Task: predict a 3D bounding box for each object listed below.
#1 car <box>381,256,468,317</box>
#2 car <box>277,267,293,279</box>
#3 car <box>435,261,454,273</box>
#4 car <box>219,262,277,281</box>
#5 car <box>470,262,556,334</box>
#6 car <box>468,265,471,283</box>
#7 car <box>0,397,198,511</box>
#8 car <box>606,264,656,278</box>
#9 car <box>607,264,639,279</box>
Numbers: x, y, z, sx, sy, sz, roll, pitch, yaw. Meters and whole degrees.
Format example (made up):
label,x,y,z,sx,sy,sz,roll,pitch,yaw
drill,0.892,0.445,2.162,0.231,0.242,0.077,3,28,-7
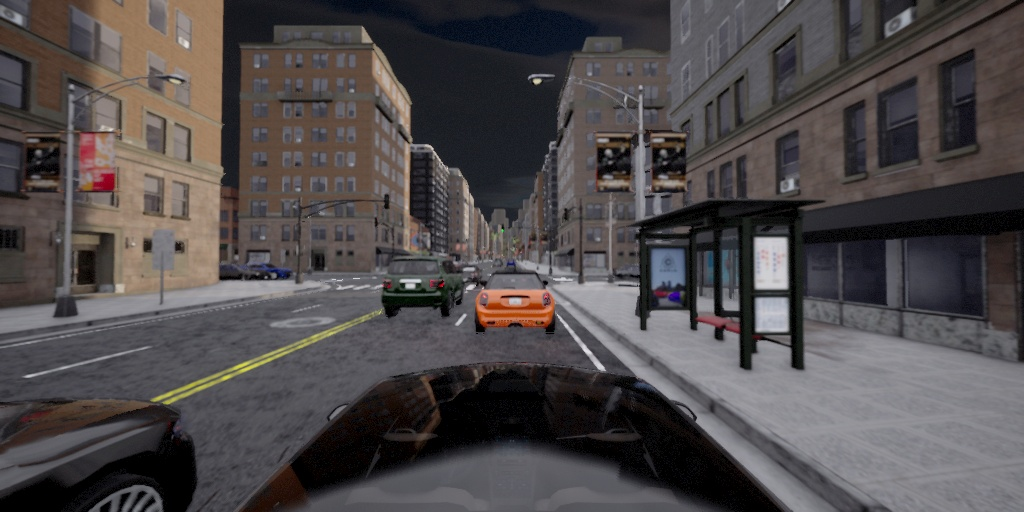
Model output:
label,x,y,z,sx,sy,sz,roll,pitch,yaw
car,-3.173,1.054,13.741,2.150,2.045,5.566,0,-1,-1
car,-22.776,1.356,32.799,5.008,1.535,1.882,0,-1,0
car,-9.949,1.587,52.876,1.882,1.535,5.008,0,0,0
car,-22.907,1.361,29.549,5.357,1.411,2.033,0,-1,0
car,0.078,1.168,11.060,2.097,1.767,4.553,0,0,0
car,-3.200,1.407,26.765,1.812,1.442,4.674,0,0,0
car,-3.149,1.235,0.532,2.128,1.511,4.902,0,0,0
car,13.086,1.625,39.699,4.902,1.511,2.128,0,-1,0
car,12.862,1.616,36.468,5.357,1.411,2.033,0,-1,-4
